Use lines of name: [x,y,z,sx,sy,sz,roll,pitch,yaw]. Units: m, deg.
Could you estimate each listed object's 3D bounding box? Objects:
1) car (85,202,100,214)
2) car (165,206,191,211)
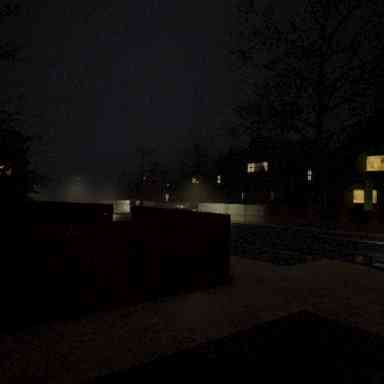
car: [-12.942,2.084,43.616,1.812,1.442,4.674,2,-2,-35]
car: [-1.476,1.847,27.112,1.812,1.442,4.674,2,-2,-35]
